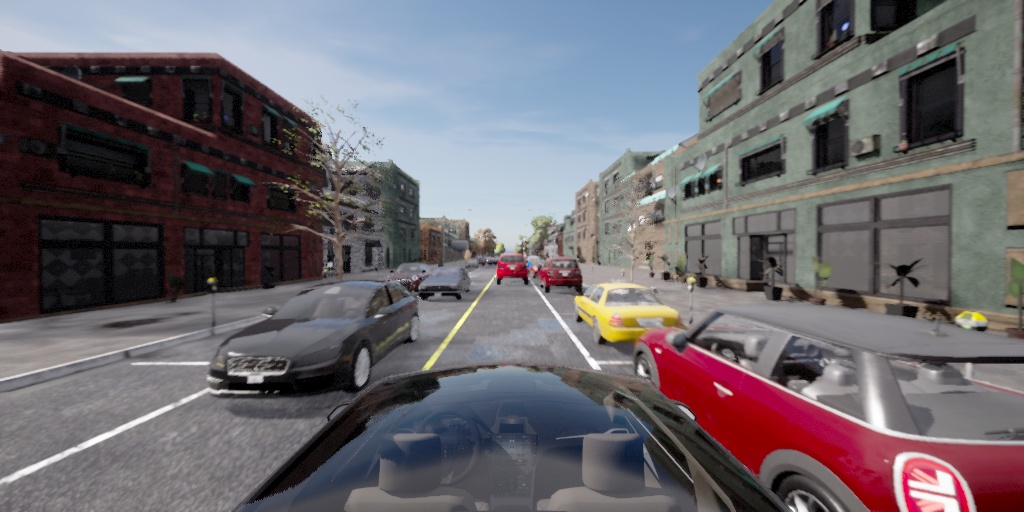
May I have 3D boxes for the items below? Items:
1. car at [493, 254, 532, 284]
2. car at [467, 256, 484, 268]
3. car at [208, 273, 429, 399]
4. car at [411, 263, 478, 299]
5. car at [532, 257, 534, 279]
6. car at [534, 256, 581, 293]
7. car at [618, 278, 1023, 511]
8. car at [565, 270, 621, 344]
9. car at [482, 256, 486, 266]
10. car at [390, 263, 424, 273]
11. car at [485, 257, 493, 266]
[{"bbox_3d":[0.042,0.887,25.854,2.150,2.045,5.566,0,0,0],"label":"car"},{"bbox_3d":[-5.810,1.128,53.482,2.007,1.370,4.403,0,0,0],"label":"car"},{"bbox_3d":[-3.106,1.243,6.760,1.837,1.490,4.892,0,0,0],"label":"car"},{"bbox_3d":[-3.126,1.246,17.800,2.033,1.411,5.357,0,0,0],"label":"car"},{"bbox_3d":[2.626,1.085,31.312,1.967,1.591,4.097,0,0,0],"label":"car"},{"bbox_3d":[2.653,0.998,20.215,2.192,1.841,5.009,0,0,0],"label":"car"},{"bbox_3d":[2.695,1.180,3.570,1.967,1.591,4.097,0,0,0],"label":"car"},{"bbox_3d":[2.680,1.247,9.289,1.751,1.417,4.829,0,0,0],"label":"car"},{"bbox_3d":[-5.837,0.854,64.579,2.192,1.841,5.009,0,0,0],"label":"car"},{"bbox_3d":[-5.727,1.134,20.192,1.967,1.591,4.097,0,0,0],"label":"car"},{"bbox_3d":[-3.168,1.142,63.041,1.895,1.301,4.718,0,0,0],"label":"car"}]
